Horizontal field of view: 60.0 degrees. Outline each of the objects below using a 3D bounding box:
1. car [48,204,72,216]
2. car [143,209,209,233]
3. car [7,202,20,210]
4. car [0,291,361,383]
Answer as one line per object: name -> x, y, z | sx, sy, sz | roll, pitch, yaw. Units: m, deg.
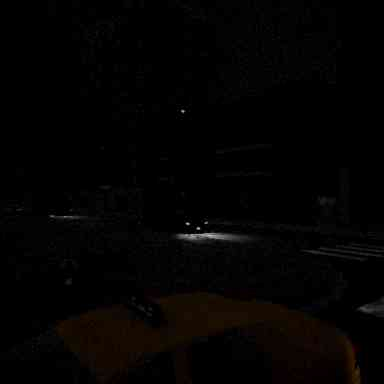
car -> -16.625, 2.202, 41.782 | 1.882, 1.535, 5.008 | 2, -2, -37
car -> -1.221, 1.771, 21.437 | 2.033, 1.411, 5.357 | 2, -2, -37
car -> -36.498, 2.764, 68.028 | 1.882, 1.535, 5.008 | 2, -2, -37
car -> -0.586, 1.526, 2.452 | 4.829, 1.417, 1.752 | 0, 1, -37
